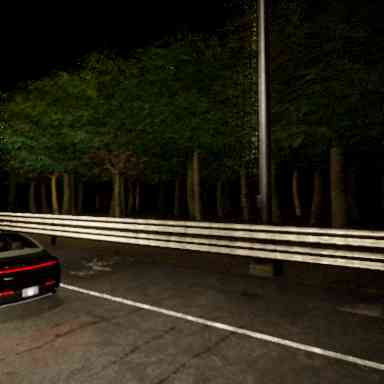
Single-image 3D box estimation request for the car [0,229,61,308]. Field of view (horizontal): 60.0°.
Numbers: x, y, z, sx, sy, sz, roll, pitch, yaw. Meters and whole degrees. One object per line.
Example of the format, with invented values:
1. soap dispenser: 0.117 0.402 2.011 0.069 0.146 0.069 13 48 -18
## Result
1. car: -4.939 1.608 7.516 4.892 1.490 1.837 -1 -1 36
